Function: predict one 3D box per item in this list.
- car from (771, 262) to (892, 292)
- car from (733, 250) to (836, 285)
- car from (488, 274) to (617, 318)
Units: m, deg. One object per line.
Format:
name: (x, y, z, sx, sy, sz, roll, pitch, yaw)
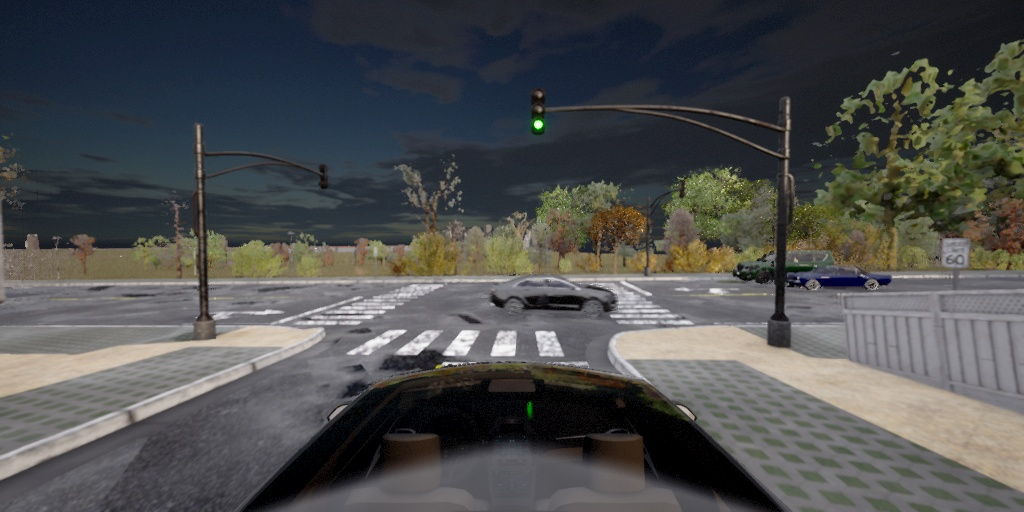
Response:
car: (17.294, 1.185, 19.491, 4.718, 1.301, 1.895, -1, 2, 4)
car: (17.227, 0.698, 22.740, 5.566, 2.045, 2.150, -1, 2, 4)
car: (1.537, 1.478, 13.989, 4.902, 1.511, 2.128, 0, 1, 4)
